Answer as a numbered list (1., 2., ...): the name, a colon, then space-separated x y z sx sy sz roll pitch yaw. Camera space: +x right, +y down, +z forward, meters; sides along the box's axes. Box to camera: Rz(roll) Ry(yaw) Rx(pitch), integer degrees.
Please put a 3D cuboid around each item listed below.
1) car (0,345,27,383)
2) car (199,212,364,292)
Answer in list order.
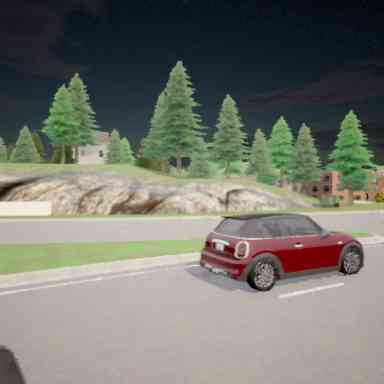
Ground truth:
1. car: -3.477 1.549 1.233 5.357 1.411 2.033 0 0 -36
2. car: 2.530 1.340 9.032 4.553 1.767 2.097 0 0 -29
